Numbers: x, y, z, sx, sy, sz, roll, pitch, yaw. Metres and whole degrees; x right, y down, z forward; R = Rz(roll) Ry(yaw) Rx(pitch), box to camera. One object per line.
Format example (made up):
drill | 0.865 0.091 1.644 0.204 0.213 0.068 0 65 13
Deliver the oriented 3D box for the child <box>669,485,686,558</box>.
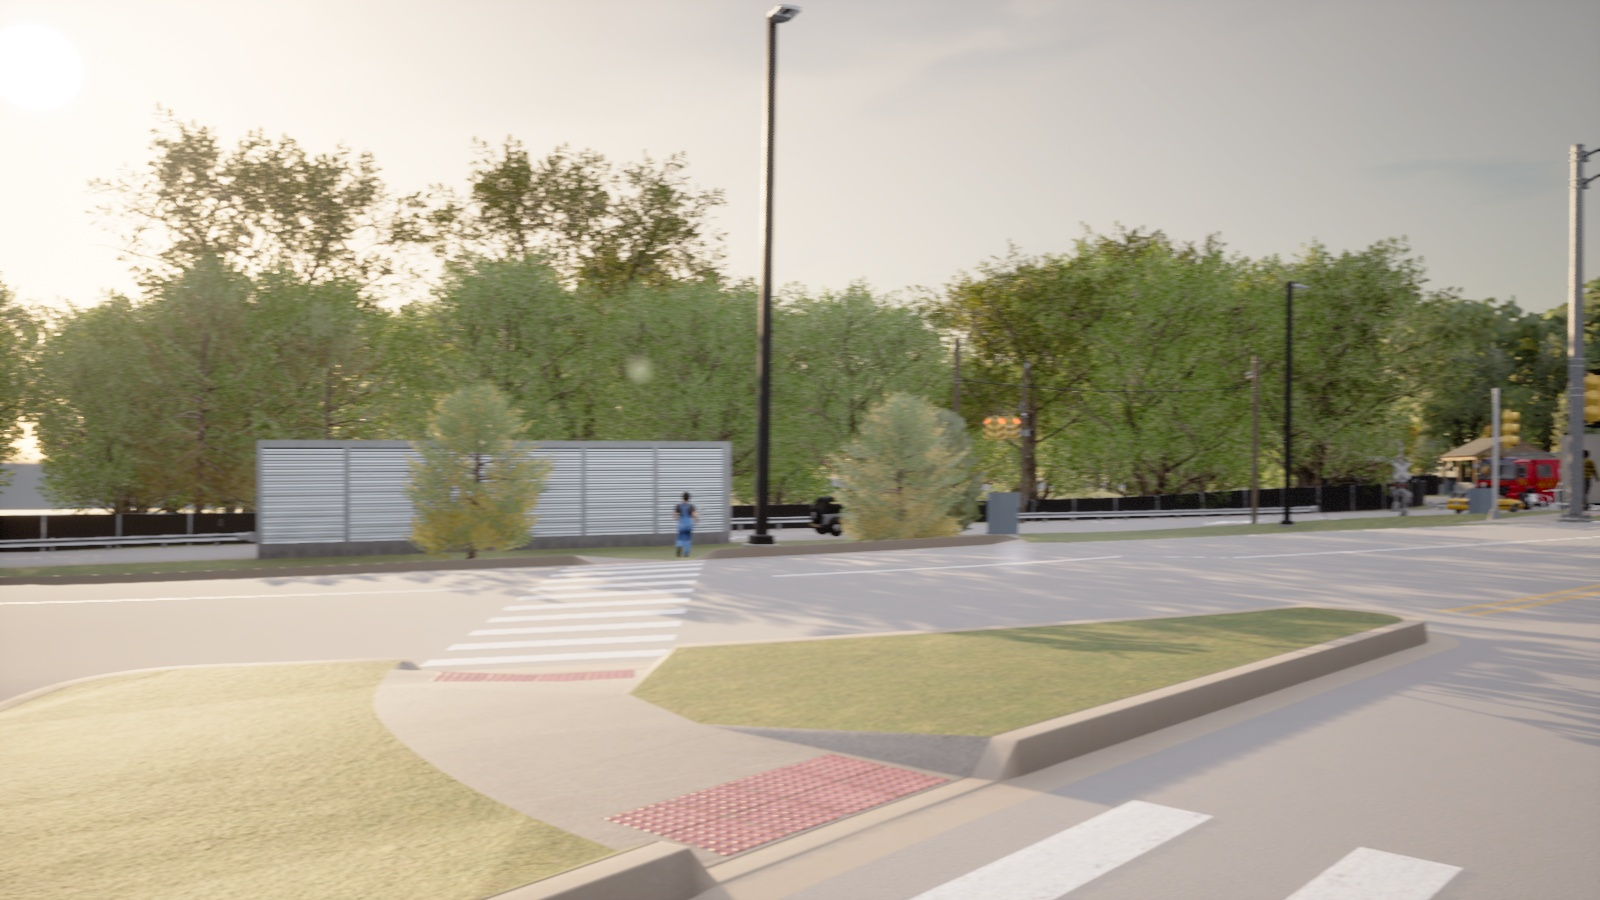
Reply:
child | -2.149 1.250 22.002 0.270 1.263 0.437 1 -1 -4

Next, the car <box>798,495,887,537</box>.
car | 2.048 3.168 60.972 3.866 1.878 1.905 0 0 -25

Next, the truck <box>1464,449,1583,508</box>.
truck | 49.715 1.885 86.236 8.468 3.827 2.891 -1 -1 -27

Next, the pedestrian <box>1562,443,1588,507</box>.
pedestrian | 22.588 0.742 36.609 0.709 1.840 0.431 2 -2 -38

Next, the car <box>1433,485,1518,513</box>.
car | 42.373 3.038 78.765 5.366 1.575 1.801 0 0 -24
